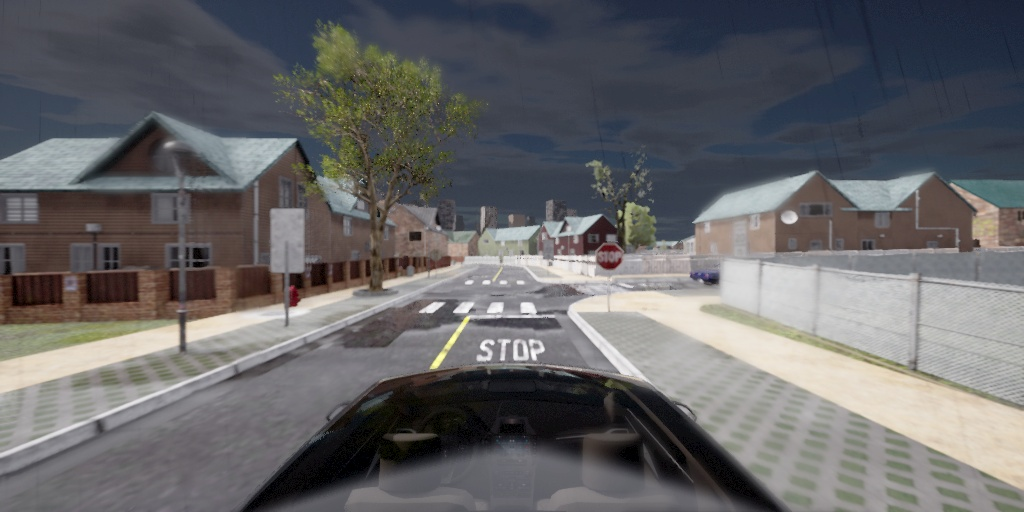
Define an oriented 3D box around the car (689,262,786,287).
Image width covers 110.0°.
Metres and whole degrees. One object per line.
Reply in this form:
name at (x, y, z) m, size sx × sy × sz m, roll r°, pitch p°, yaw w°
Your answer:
car at (11.695, 0.926, 18.039) m, size 4.718 × 1.301 × 1.895 m, roll -1°, pitch 0°, yaw -2°
